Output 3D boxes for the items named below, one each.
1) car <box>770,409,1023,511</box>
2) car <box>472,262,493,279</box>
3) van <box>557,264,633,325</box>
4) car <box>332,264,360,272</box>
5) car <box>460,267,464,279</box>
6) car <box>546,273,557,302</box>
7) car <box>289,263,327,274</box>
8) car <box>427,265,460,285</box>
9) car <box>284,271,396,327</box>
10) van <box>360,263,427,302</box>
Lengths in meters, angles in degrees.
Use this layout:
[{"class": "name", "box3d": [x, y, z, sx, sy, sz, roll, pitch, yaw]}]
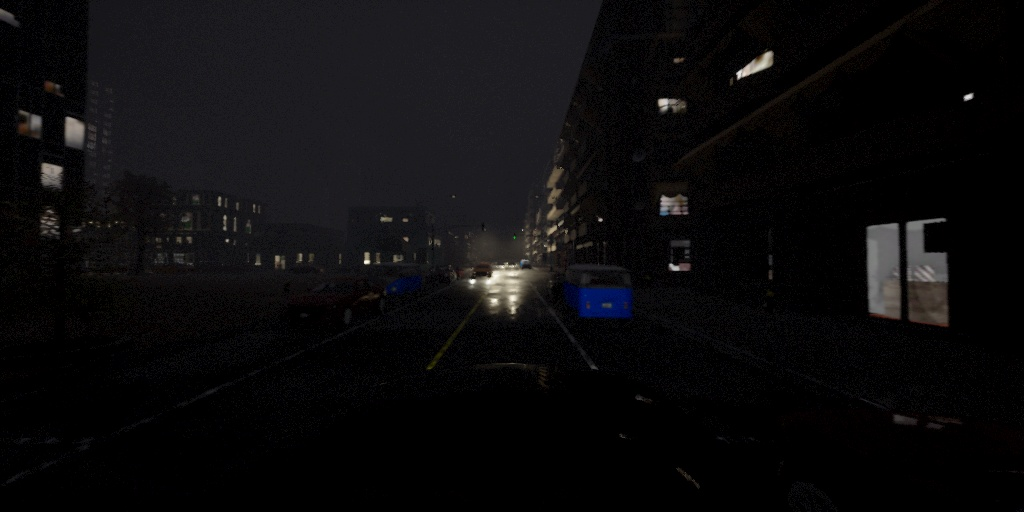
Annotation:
[{"class": "car", "box3d": [2.693, 1.286, 0.742, 1.888, 1.381, 4.507, 0, 0, 0]}, {"class": "car", "box3d": [-3.018, 1.546, 37.348, 1.882, 1.535, 5.008, 0, -1, 0]}, {"class": "van", "box3d": [2.689, 1.186, 12.033, 1.690, 1.789, 3.998, 0, 0, 0]}, {"class": "car", "box3d": [-25.214, 1.952, 54.954, 4.313, 1.339, 1.948, 0, 0, 1]}, {"class": "car", "box3d": [-5.668, 1.589, 34.580, 1.888, 1.381, 4.507, 0, 0, 0]}, {"class": "car", "box3d": [2.686, 1.462, 17.679, 1.948, 1.339, 4.313, 0, 0, 0]}, {"class": "car", "box3d": [-26.388, 1.631, 46.332, 4.097, 1.591, 1.967, 0, 0, 1]}, {"class": "car", "box3d": [-5.666, 1.434, 28.935, 1.967, 1.591, 4.097, 0, 0, 0]}, {"class": "car", "box3d": [-5.659, 1.389, 11.997, 1.888, 1.381, 4.507, 0, 0, 0]}, {"class": "van", "box3d": [-5.662, 1.236, 17.643, 1.690, 1.789, 3.998, 0, 0, 0]}]
